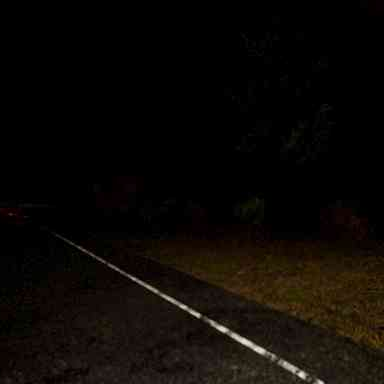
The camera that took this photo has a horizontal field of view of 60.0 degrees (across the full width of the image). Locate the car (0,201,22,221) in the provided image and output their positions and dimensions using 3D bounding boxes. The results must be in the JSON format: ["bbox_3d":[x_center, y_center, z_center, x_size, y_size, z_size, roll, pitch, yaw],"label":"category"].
[{"bbox_3d":[-16.975,1.788,30.936,1.882,1.535,5.008,1,-1,-31],"label":"car"}]
